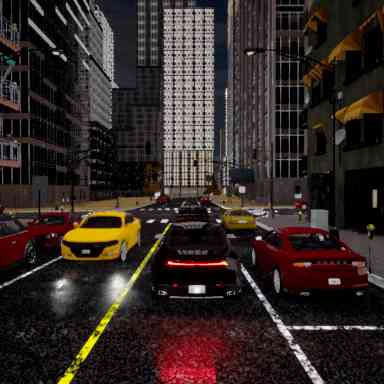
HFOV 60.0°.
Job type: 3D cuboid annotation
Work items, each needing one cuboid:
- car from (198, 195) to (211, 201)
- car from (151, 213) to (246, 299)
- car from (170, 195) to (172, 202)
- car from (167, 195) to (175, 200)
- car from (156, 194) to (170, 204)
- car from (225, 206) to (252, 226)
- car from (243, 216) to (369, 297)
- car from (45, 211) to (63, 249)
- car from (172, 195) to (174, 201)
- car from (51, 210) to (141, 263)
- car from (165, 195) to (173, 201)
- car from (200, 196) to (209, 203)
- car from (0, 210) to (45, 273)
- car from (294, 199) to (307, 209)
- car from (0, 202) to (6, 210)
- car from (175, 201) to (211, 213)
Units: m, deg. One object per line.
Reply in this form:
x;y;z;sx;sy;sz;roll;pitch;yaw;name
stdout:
2.580;1.435;63.045;1.967;1.590;4.097;-1;0;0;car
0.086;1.503;8.403;1.837;1.490;4.892;0;0;0;car
-5.810;1.310;68.593;2.192;1.841;5.009;-1;0;0;car
-5.843;1.541;90.830;1.887;1.381;4.507;-1;0;0;car
-5.799;1.540;63.033;1.887;1.381;4.507;-1;0;0;car
2.651;1.522;19.689;1.752;1.417;4.829;-1;0;0;car
2.670;1.543;8.472;1.887;1.381;4.507;-1;0;0;car
-5.720;1.542;13.996;1.887;1.381;4.507;-1;0;0;car
-5.819;1.310;74.152;2.192;1.841;5.009;-1;0;0;car
-3.093;1.475;12.241;1.882;1.535;5.008;0;0;0;car
-5.835;1.521;85.101;1.752;1.417;4.829;-1;0;0;car
2.572;1.521;68.774;1.752;1.417;4.829;-1;0;0;car
-5.712;1.438;8.472;1.967;1.590;4.097;-1;0;0;car
14.190;1.254;38.662;4.507;1.381;1.887;-1;1;-1;car
-23.908;1.744;38.277;4.097;1.590;1.967;-1;1;-1;car
0.067;1.475;18.675;1.882;1.535;5.008;0;0;0;car
